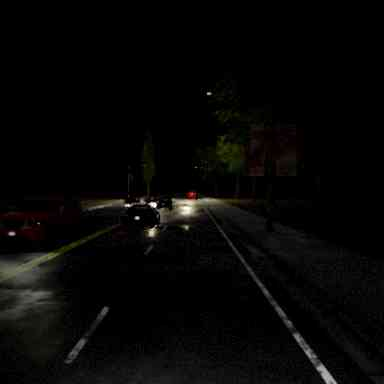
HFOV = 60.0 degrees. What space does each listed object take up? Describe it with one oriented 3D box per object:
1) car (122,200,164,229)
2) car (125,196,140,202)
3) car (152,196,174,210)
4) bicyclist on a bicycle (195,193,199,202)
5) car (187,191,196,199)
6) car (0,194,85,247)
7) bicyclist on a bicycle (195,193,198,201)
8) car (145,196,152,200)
[{"bbox_3d":[-3.143,1.462,21.089,1.994,1.385,4.181,0,0,0],"label":"car"},{"bbox_3d":[-9.794,1.315,55.008,1.994,1.385,4.181,0,0,0],"label":"car"},{"bbox_3d":[-3.135,1.365,39.143,2.033,1.411,5.357,0,0,0],"label":"car"},{"bbox_3d":[0.904,1.157,63.324,0.866,1.612,1.509,0,-1,0],"label":"bicyclist on a bicycle"},{"bbox_3d":[0.029,0.844,86.112,2.150,2.045,5.566,0,0,0],"label":"car"},{"bbox_3d":[-6.595,1.147,14.940,2.150,2.045,5.566,0,0,0],"label":"car"},{"bbox_3d":[0.918,1.057,71.871,0.659,1.776,1.843,0,0,0],"label":"bicyclist on a bicycle"},{"bbox_3d":[-6.546,1.316,54.719,1.994,1.385,4.181,0,0,0],"label":"car"}]
